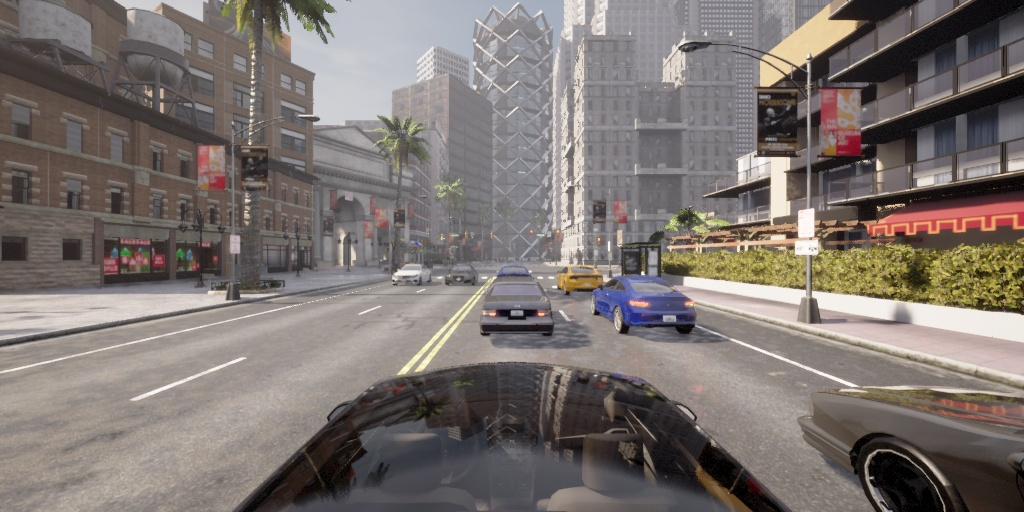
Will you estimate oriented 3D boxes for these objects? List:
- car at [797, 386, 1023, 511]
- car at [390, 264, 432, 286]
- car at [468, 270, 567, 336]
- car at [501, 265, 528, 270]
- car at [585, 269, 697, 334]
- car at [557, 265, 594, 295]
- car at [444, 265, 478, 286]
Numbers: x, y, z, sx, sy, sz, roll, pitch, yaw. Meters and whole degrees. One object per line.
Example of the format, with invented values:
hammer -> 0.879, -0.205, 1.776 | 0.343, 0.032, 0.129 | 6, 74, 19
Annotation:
car -> 3.659, 1.297, 0.883 | 2.033, 1.411, 5.357 | 0, 0, -1
car -> -6.981, 1.291, 25.399 | 1.812, 1.442, 4.674 | 0, 0, 0
car -> 0.108, 1.297, 10.375 | 2.033, 1.411, 5.357 | 0, 0, 0
car -> 0.116, 1.228, 20.161 | 1.882, 1.535, 5.008 | 0, 0, 0
car -> 3.620, 1.276, 10.549 | 1.812, 1.442, 4.674 | 0, 0, 0
car -> 3.615, 1.228, 19.661 | 1.882, 1.535, 5.008 | 0, 0, 0
car -> -3.481, 1.326, 25.366 | 1.994, 1.385, 4.181 | 0, 0, 0
